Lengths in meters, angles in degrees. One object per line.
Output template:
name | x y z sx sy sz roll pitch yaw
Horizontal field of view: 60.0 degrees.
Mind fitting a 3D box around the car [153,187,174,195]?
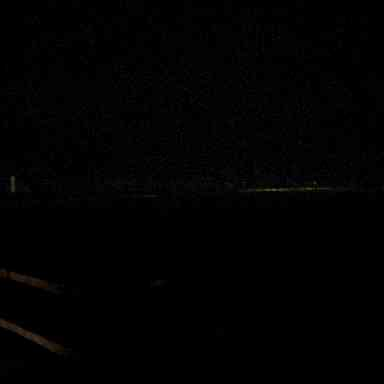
car | -5.422 -0.150 63.726 1.837 1.490 4.892 0 1 35
